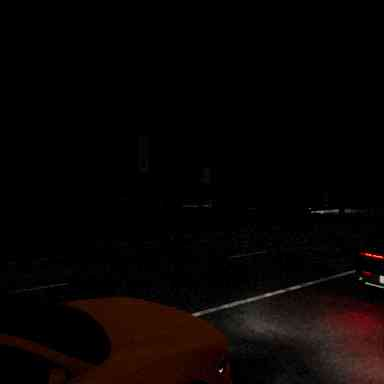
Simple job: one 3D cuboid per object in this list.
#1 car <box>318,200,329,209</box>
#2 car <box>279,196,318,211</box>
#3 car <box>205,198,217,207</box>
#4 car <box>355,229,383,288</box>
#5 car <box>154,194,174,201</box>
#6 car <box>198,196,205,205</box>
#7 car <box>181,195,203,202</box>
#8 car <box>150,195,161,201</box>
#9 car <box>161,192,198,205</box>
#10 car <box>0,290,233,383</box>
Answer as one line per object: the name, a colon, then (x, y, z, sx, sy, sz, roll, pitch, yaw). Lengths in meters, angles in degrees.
car: (13.435, 1.256, 38.831, 1.837, 1.490, 4.892, -1, 0, -39)
car: (10.622, 1.330, 36.744, 2.033, 1.411, 5.357, -1, 0, -39)
car: (4.471, 1.265, 44.377, 1.882, 1.535, 5.008, -1, 0, -39)
car: (5.792, 1.467, 7.899, 4.892, 1.490, 1.837, -1, 0, -36)
car: (-6.316, 1.233, 74.724, 2.128, 1.511, 4.902, -1, 0, -38)
car: (1.342, 1.362, 53.851, 1.895, 1.301, 4.718, -1, 0, -39)
car: (0.035, 1.304, 66.948, 1.895, 1.301, 4.718, -1, 0, -39)
car: (-8.819, 1.335, 72.253, 1.895, 1.301, 4.718, -1, 0, -38)
car: (-2.083, 1.014, 52.522, 2.150, 2.045, 5.566, -1, 0, -39)
car: (-1.913, 1.478, 2.364, 5.008, 1.535, 1.882, 0, 0, -36)
